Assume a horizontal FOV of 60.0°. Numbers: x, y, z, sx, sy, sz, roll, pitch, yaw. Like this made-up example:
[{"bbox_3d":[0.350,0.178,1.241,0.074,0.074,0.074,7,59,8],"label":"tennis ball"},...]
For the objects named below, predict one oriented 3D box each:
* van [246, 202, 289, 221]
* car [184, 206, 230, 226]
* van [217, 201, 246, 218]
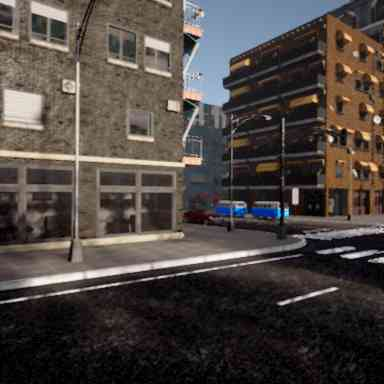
[{"bbox_3d":[7.673,1.875,32.942,1.690,1.788,3.998,0,0,-36],"label":"van"},{"bbox_3d":[0.928,2.057,28.028,1.802,1.307,4.206,0,-1,-36],"label":"car"},{"bbox_3d":[4.360,1.948,37.460,1.690,1.788,3.998,0,0,-36],"label":"van"}]
